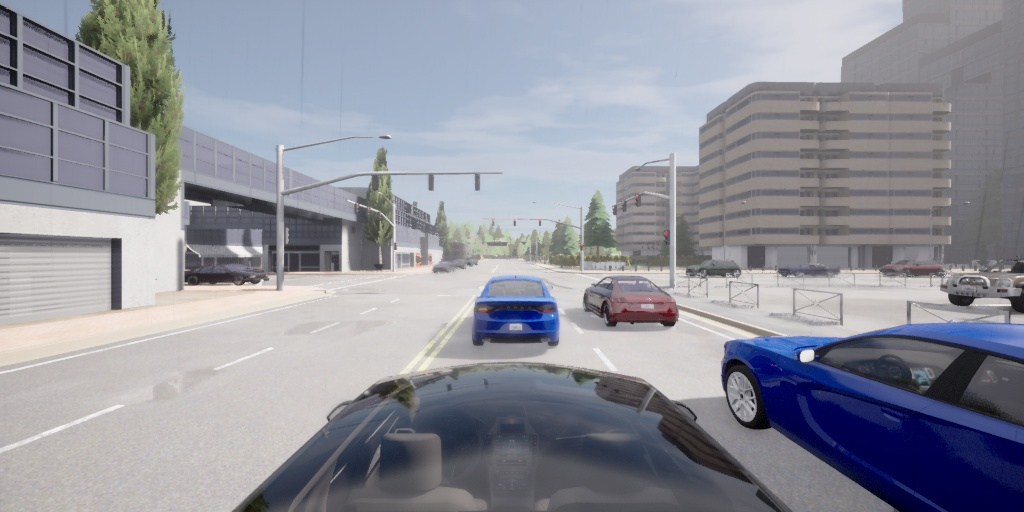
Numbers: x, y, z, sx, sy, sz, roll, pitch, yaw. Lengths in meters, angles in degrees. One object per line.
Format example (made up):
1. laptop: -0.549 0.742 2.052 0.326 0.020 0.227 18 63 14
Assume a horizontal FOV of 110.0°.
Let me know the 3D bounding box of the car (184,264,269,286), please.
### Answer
1. car: -19.937 1.297 24.758 5.357 1.411 2.033 0 0 -1

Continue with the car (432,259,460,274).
1. car: -7.950 1.298 42.374 2.033 1.411 5.357 0 0 3

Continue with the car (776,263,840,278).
1. car: 27.676 1.351 33.595 4.718 1.301 1.895 0 0 -1

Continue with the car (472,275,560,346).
1. car: 0.095 1.228 9.446 1.882 1.535 5.008 0 0 0

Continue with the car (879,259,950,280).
1. car: 37.528 1.102 33.782 4.553 1.767 2.097 0 0 -1

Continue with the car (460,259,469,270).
1. car: -7.932 1.255 53.724 1.837 1.490 4.892 0 0 -1

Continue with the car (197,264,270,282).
1. car: -21.818 1.314 28.233 4.181 1.385 1.994 0 0 -1

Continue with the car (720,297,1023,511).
1. car: 3.603 1.228 2.594 1.882 1.535 5.008 0 0 0

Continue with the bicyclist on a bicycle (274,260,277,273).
1. bicyclist on a bicycle: -25.837 1.053 39.663 0.582 1.620 1.656 0 0 -1

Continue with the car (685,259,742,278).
1. car: 18.689 1.102 33.411 4.553 1.767 2.097 0 0 -1

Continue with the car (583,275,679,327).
1. car: 3.603 1.314 11.578 1.994 1.385 4.181 0 0 0
